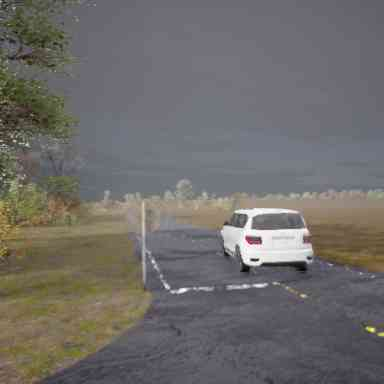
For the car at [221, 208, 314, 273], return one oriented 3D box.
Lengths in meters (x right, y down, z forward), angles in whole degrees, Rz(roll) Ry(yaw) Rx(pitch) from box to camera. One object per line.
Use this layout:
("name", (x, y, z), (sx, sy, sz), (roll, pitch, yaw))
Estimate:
("car", (2.443, 1.621, 12.138), (2.150, 2.045, 5.566), (-1, -2, -4))
